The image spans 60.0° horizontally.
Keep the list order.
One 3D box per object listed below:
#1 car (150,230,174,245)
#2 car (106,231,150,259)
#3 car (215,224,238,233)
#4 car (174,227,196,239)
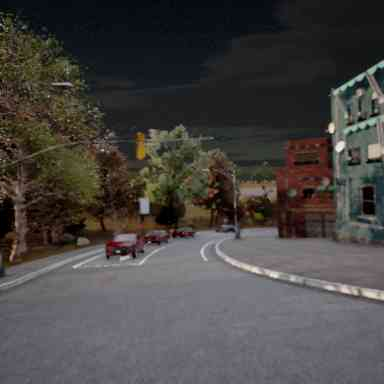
[{"bbox_3d":[-3.489,4.425,32.384,1.895,1.301,4.718,-2,-5,10],"label":"car"},{"bbox_3d":[-4.351,3.490,22.338,1.882,1.535,5.008,-2,-5,1],"label":"car"},{"bbox_3d":[5.973,6.272,57.041,2.033,1.411,5.357,-2,-5,33],"label":"car"},{"bbox_3d":[-1.022,5.175,42.116,1.895,1.301,4.718,-2,-5,18],"label":"car"}]
